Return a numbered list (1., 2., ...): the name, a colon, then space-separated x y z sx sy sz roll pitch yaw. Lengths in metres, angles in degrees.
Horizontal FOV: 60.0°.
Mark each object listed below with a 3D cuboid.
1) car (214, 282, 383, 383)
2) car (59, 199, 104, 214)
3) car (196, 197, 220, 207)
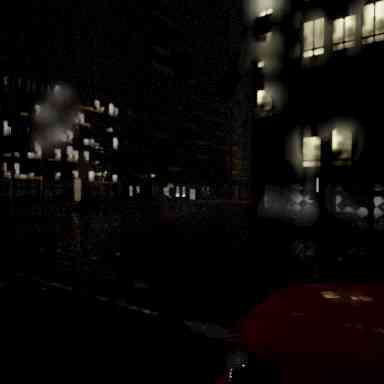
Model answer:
1. car: 2.807 1.227 1.690 5.566 2.045 2.150 -1 0 35
2. car: -10.736 1.401 32.563 1.994 1.385 4.181 1 0 37
3. car: 2.467 1.467 50.218 1.812 1.442 4.674 1 0 37
